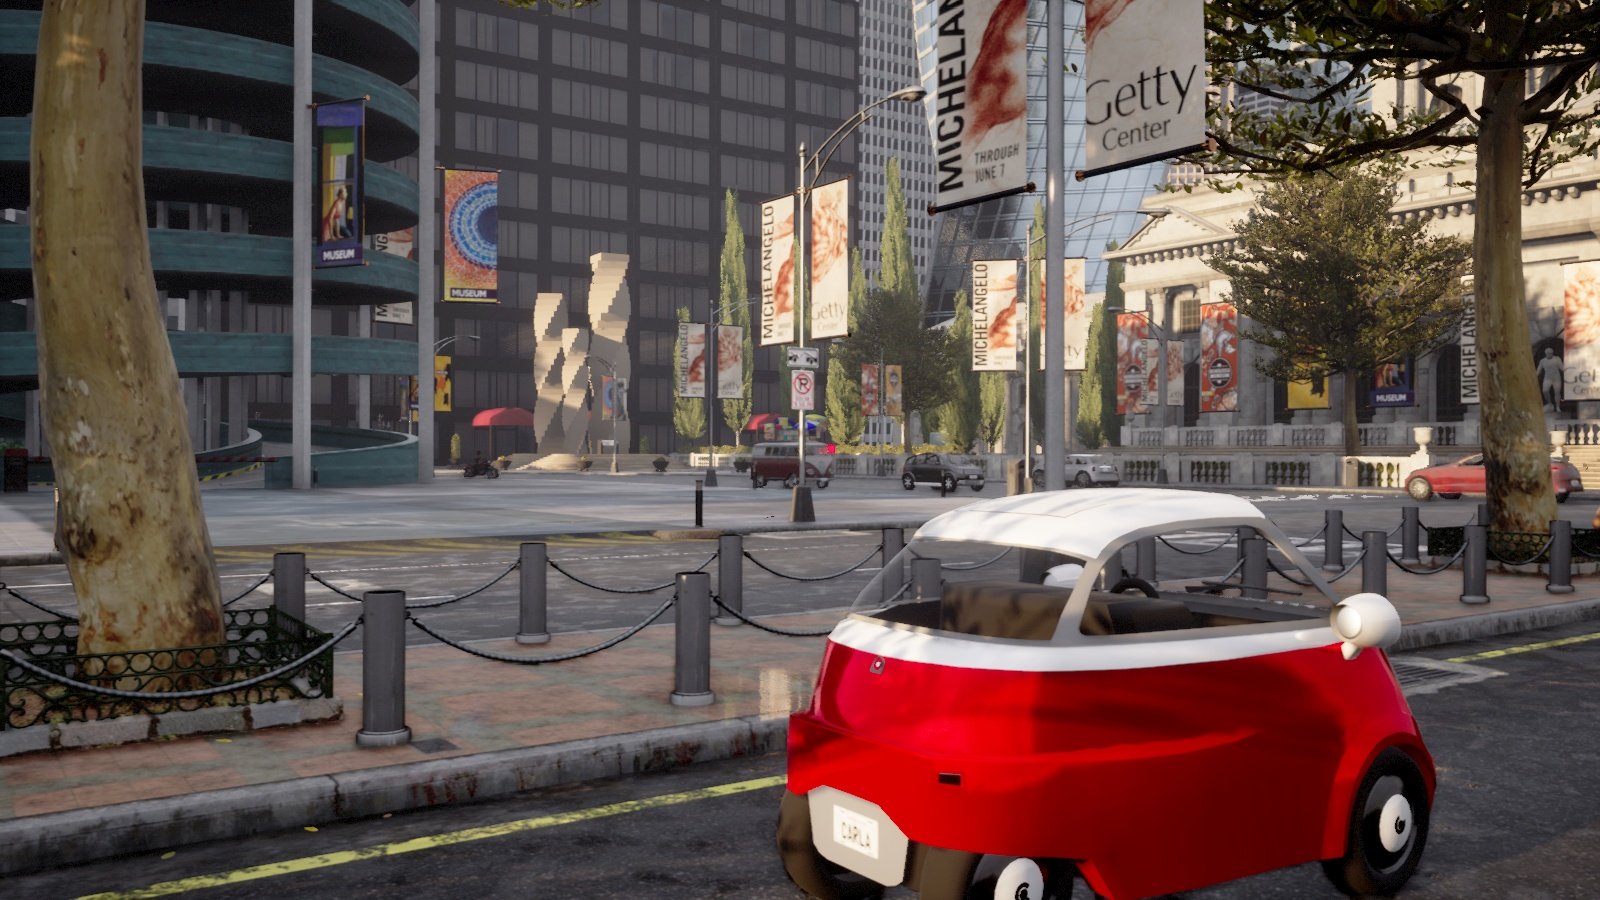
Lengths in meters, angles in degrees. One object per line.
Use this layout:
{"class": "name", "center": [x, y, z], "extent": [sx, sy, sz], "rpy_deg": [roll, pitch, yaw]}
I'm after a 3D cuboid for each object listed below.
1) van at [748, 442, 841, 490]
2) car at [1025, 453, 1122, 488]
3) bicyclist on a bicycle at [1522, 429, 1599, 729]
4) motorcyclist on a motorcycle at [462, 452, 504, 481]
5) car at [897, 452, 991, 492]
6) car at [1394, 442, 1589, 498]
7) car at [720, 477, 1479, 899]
{"class": "van", "center": [-0.293, 0.654, 53.754], "extent": [1.775, 1.987, 4.442], "rpy_deg": [0, 0, -35]}
{"class": "car", "center": [11.866, 0.851, 54.663], "extent": [1.970, 1.475, 3.806], "rpy_deg": [0, 0, -35]}
{"class": "bicyclist on a bicycle", "center": [4.940, 0.695, 7.160], "extent": [1.509, 1.612, 0.866], "rpy_deg": [0, 0, -35]}
{"class": "motorcyclist on a motorcycle", "center": [-17.878, 0.927, 70.789], "extent": [2.350, 1.649, 0.766], "rpy_deg": [0, 0, 24]}
{"class": "car", "center": [5.816, 0.863, 51.106], "extent": [1.789, 1.549, 3.705], "rpy_deg": [0, 0, -35]}
{"class": "car", "center": [21.952, 0.607, 40.059], "extent": [2.152, 1.651, 5.027], "rpy_deg": [0, 0, -35]}
{"class": "car", "center": [1.056, 0.811, 4.394], "extent": [2.207, 1.376, 1.481], "rpy_deg": [0, 0, -35]}
